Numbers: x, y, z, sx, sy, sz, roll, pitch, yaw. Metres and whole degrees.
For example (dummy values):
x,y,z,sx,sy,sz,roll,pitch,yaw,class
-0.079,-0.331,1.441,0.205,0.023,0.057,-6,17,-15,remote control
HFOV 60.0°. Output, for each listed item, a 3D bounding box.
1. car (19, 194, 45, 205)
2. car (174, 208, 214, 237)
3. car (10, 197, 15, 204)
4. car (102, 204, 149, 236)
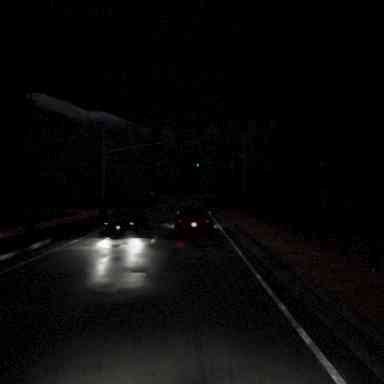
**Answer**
x,y,z,sx,sy,sz,roll,pitch,yaw,class
-25.028,1.041,52.510,1.932,1.855,4.605,0,0,-1,car
0.097,1.524,17.834,1.994,1.385,4.181,0,0,0,car
-27.532,1.044,52.063,1.905,1.878,3.866,0,0,-1,car
-3.518,1.466,18.332,1.837,1.490,4.892,0,0,0,car
